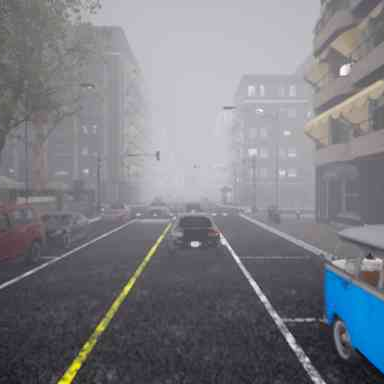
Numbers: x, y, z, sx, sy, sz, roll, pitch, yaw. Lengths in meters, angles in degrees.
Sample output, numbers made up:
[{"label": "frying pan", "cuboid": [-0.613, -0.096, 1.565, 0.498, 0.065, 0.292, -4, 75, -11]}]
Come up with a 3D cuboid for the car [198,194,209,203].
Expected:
[{"label": "car", "cuboid": [2.682, 1.491, 69.076, 2.008, 1.369, 4.403, 0, 0, 0]}]

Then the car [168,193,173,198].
[{"label": "car", "cuboid": [-5.701, 1.243, 85.997, 2.192, 1.841, 5.009, 0, 0, 0]}]

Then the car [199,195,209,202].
[{"label": "car", "cuboid": [2.682, 1.481, 74.714, 1.887, 1.381, 4.507, 0, 0, 0]}]

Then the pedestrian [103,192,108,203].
[{"label": "pedestrian", "cuboid": [-12.716, 0.861, 48.796, 0.375, 1.860, 0.375, 0, -1, -1]}]

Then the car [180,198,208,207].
[{"label": "car", "cuboid": [0.099, 1.536, 29.880, 1.994, 1.385, 4.181, 0, 0, 0]}]

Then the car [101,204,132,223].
[{"label": "car", "cuboid": [-5.695, 1.558, 25.393, 1.802, 1.307, 4.206, 0, 0, 0]}]

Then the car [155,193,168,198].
[{"label": "car", "cuboid": [-5.698, 1.390, 57.804, 1.967, 1.590, 4.097, 0, 0, 0]}]

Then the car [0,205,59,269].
[{"label": "car", "cuboid": [-5.695, 1.307, 8.788, 2.192, 1.841, 5.009, 0, 0, 0]}]

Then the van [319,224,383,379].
[{"label": "van", "cuboid": [2.686, 1.338, 3.253, 1.690, 1.788, 3.998, 0, 0, 0]}]

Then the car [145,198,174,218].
[{"label": "car", "cuboid": [-3.011, 1.520, 29.951, 2.033, 1.411, 5.357, 0, 0, 0]}]

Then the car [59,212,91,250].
[{"label": "car", "cuboid": [-5.694, 1.552, 14.323, 1.947, 1.339, 4.313, 0, 0, 0]}]

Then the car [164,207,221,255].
[{"label": "car", "cuboid": [0.101, 1.513, 13.051, 1.812, 1.442, 4.674, 0, 0, 0]}]

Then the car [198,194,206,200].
[{"label": "car", "cuboid": [2.680, 1.363, 91.631, 1.967, 1.590, 4.097, 0, 0, 0]}]

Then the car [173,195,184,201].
[{"label": "car", "cuboid": [-3.005, 1.409, 81.420, 1.882, 1.535, 5.008, 0, 0, 0]}]
